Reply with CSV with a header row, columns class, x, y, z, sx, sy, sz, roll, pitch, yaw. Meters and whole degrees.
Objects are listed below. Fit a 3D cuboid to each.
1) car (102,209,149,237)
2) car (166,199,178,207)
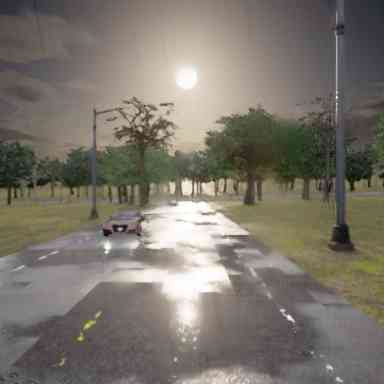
class,x,y,z,sx,sy,sz,roll,pitch,yaw
car,-3.605,1.674,18.631,1.994,1.385,4.181,0,0,0
car,-3.540,1.922,59.786,2.033,1.411,5.357,0,0,0
